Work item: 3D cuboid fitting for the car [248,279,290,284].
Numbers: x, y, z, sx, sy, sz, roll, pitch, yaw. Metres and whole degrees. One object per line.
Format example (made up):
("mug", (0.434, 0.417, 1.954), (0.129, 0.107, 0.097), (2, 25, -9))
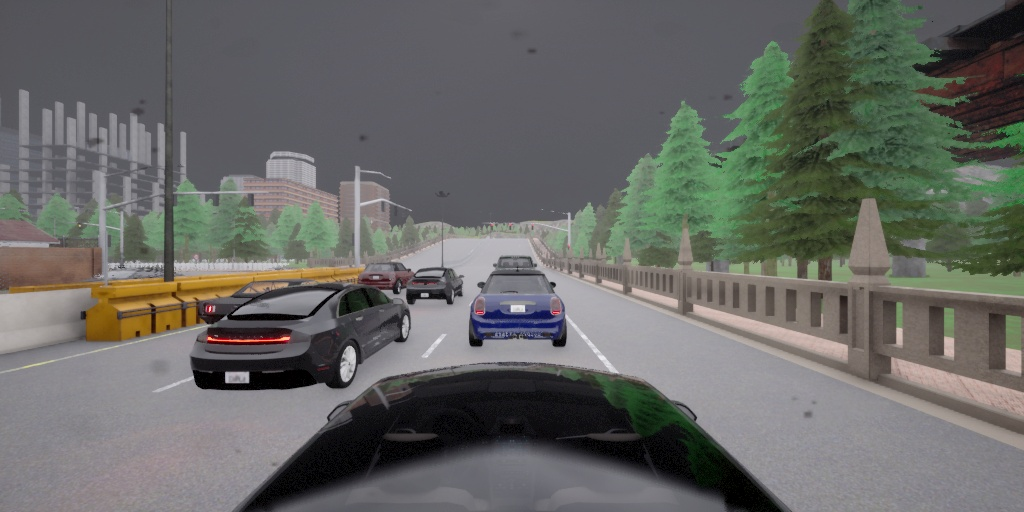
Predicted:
("car", (-6.860, 1.351, 11.172), (1.895, 1.301, 4.718), (0, 0, 0))

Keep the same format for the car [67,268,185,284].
("car", (-17.509, 1.275, 16.471), (1.812, 1.442, 4.674), (0, 0, 1))

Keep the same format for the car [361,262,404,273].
("car", (-6.873, 1.102, 20.165), (2.097, 1.767, 4.553), (0, 0, -1))

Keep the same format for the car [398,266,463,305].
("car", (-3.342, 1.255, 16.175), (1.837, 1.490, 4.892), (0, 0, 0))

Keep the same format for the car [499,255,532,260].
("car", (0.169, 0.972, 18.982), (2.150, 2.045, 5.566), (0, 0, 0))

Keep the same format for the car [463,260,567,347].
("car", (0.129, 1.102, 9.492), (2.097, 1.767, 4.553), (0, 0, 0))

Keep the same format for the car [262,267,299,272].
("car", (-13.951, 1.351, 21.382), (1.895, 1.301, 4.718), (0, 0, 1))

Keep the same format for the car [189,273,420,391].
("car", (-3.381, 1.255, 6.854), (1.837, 1.490, 4.892), (0, 0, 0))
